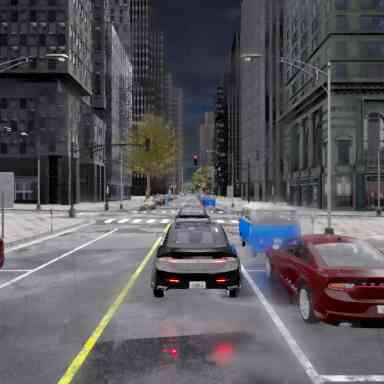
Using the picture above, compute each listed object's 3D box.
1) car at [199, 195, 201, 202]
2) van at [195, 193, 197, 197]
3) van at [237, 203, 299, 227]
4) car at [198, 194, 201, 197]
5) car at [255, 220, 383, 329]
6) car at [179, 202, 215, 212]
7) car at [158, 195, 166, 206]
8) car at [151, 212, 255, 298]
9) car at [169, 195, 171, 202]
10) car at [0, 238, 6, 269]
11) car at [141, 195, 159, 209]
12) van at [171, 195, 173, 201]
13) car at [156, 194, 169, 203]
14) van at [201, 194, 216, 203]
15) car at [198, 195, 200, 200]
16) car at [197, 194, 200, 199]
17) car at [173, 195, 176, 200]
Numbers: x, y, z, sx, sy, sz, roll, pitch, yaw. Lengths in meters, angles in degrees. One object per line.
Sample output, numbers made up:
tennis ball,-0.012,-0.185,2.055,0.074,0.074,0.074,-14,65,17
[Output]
car,2.648,1.596,55.914,1.947,1.339,4.313,0,0,0
van,2.569,1.423,93.807,1.690,1.788,3.998,0,0,0
van,2.754,1.343,12.516,1.690,1.788,3.998,0,0,0
car,2.625,1.625,66.741,1.802,1.307,4.206,0,0,0
car,2.764,1.545,6.991,1.887,1.381,4.507,0,0,0
car,0.048,1.495,17.913,2.128,1.511,4.902,0,0,1
car,-5.876,1.575,55.665,1.887,1.381,4.507,0,0,0
car,0.083,1.493,8.527,2.128,1.511,4.902,0,0,0
car,-5.899,1.593,66.243,2.008,1.369,4.403,0,0,0
car,-5.791,1.545,6.992,1.887,1.381,4.507,0,0,0
car,-5.860,1.546,44.915,1.752,1.417,4.829,0,0,0
van,-5.920,1.397,76.821,1.690,1.788,3.998,0,0,0
car,-5.887,1.351,60.954,2.192,1.841,5.009,0,0,0
van,2.660,1.366,50.501,1.690,1.788,3.998,0,0,0
car,2.637,1.581,61.327,1.887,1.381,4.507,0,0,0
car,2.614,1.600,72.153,2.008,1.369,4.403,0,0,0
car,-5.943,1.637,87.398,1.947,1.339,4.313,0,0,0
